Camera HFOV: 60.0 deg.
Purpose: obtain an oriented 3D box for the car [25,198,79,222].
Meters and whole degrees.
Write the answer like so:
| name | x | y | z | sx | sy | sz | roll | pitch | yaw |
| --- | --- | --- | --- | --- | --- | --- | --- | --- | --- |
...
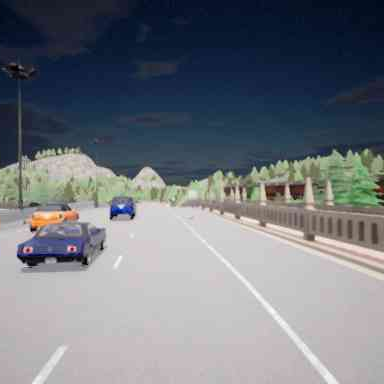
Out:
| name | x | y | z | sx | sy | sz | roll | pitch | yaw |
| --- | --- | --- | --- | --- | --- | --- | --- | --- | --- |
| car | -8.878 | 1.533 | 21.912 | 2.097 | 1.767 | 4.553 | 0 | 0 | -6 |

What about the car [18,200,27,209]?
| name | x | y | z | sx | sy | sz | roll | pitch | yaw |
| --- | --- | --- | --- | --- | --- | --- | --- | --- | --- |
| car | -26.778 | 2.094 | 54.364 | 2.128 | 1.511 | 4.902 | 0 | -2 | -6 |

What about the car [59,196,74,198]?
| name | x | y | z | sx | sy | sz | roll | pitch | yaw |
| --- | --- | --- | --- | --- | --- | --- | --- | --- | --- |
| car | -19.355 | 1.661 | 50.829 | 2.150 | 2.045 | 5.566 | 0 | -1 | -6 |

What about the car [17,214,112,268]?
| name | x | y | z | sx | sy | sz | roll | pitch | yaw |
| --- | --- | --- | --- | --- | --- | --- | --- | --- | --- |
| car | -4.252 | 1.690 | 11.732 | 1.895 | 1.301 | 4.718 | 0 | 0 | -6 |

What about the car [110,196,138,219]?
| name | x | y | z | sx | sy | sz | roll | pitch | yaw |
| --- | --- | --- | --- | --- | --- | --- | --- | --- | --- |
| car | -6.413 | 1.437 | 31.443 | 2.150 | 2.045 | 5.566 | 0 | 0 | -6 |

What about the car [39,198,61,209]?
| name | x | y | z | sx | sy | sz | roll | pitch | yaw |
| --- | --- | --- | --- | --- | --- | --- | --- | --- | --- |
| car | -23.318 | 1.933 | 54.883 | 2.097 | 1.767 | 4.553 | 0 | -2 | -6 |
